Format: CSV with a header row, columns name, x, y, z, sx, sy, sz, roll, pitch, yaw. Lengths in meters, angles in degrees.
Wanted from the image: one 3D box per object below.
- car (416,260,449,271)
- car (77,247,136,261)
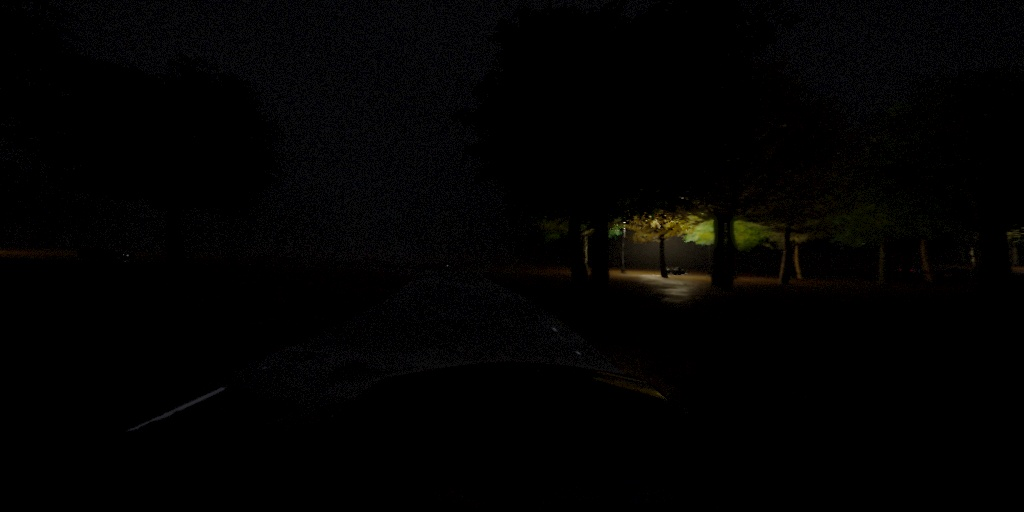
name,x,y,z,sx,sy,sz,roll,pitch,yaw
car,-11.308,1.320,51.053,4.674,1.442,1.812,2,-2,-14
car,-47.606,-0.237,42.269,5.008,1.535,1.882,3,-2,-14
